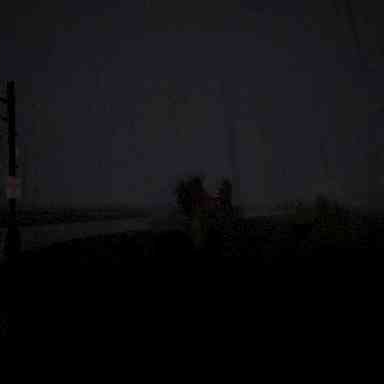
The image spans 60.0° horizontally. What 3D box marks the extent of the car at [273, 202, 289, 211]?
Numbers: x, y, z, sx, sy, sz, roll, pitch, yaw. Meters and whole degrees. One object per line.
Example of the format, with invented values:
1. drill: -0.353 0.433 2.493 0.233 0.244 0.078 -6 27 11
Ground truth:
1. car: 14.002 2.148 50.422 2.033 1.411 5.357 -1 -1 36
